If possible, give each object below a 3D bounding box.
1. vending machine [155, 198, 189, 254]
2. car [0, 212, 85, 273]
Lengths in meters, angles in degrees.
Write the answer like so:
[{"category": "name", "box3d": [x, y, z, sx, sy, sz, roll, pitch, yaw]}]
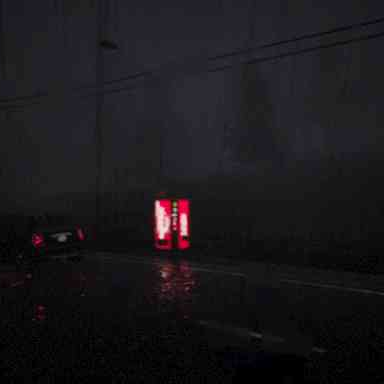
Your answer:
[{"category": "vending machine", "box3d": [-0.794, 1.281, 13.224, 0.880, 2.100, 1.100, -1, 0, 30]}, {"category": "car", "box3d": [-5.829, 1.478, 11.215, 4.553, 1.767, 2.097, -1, 0, 29]}]
